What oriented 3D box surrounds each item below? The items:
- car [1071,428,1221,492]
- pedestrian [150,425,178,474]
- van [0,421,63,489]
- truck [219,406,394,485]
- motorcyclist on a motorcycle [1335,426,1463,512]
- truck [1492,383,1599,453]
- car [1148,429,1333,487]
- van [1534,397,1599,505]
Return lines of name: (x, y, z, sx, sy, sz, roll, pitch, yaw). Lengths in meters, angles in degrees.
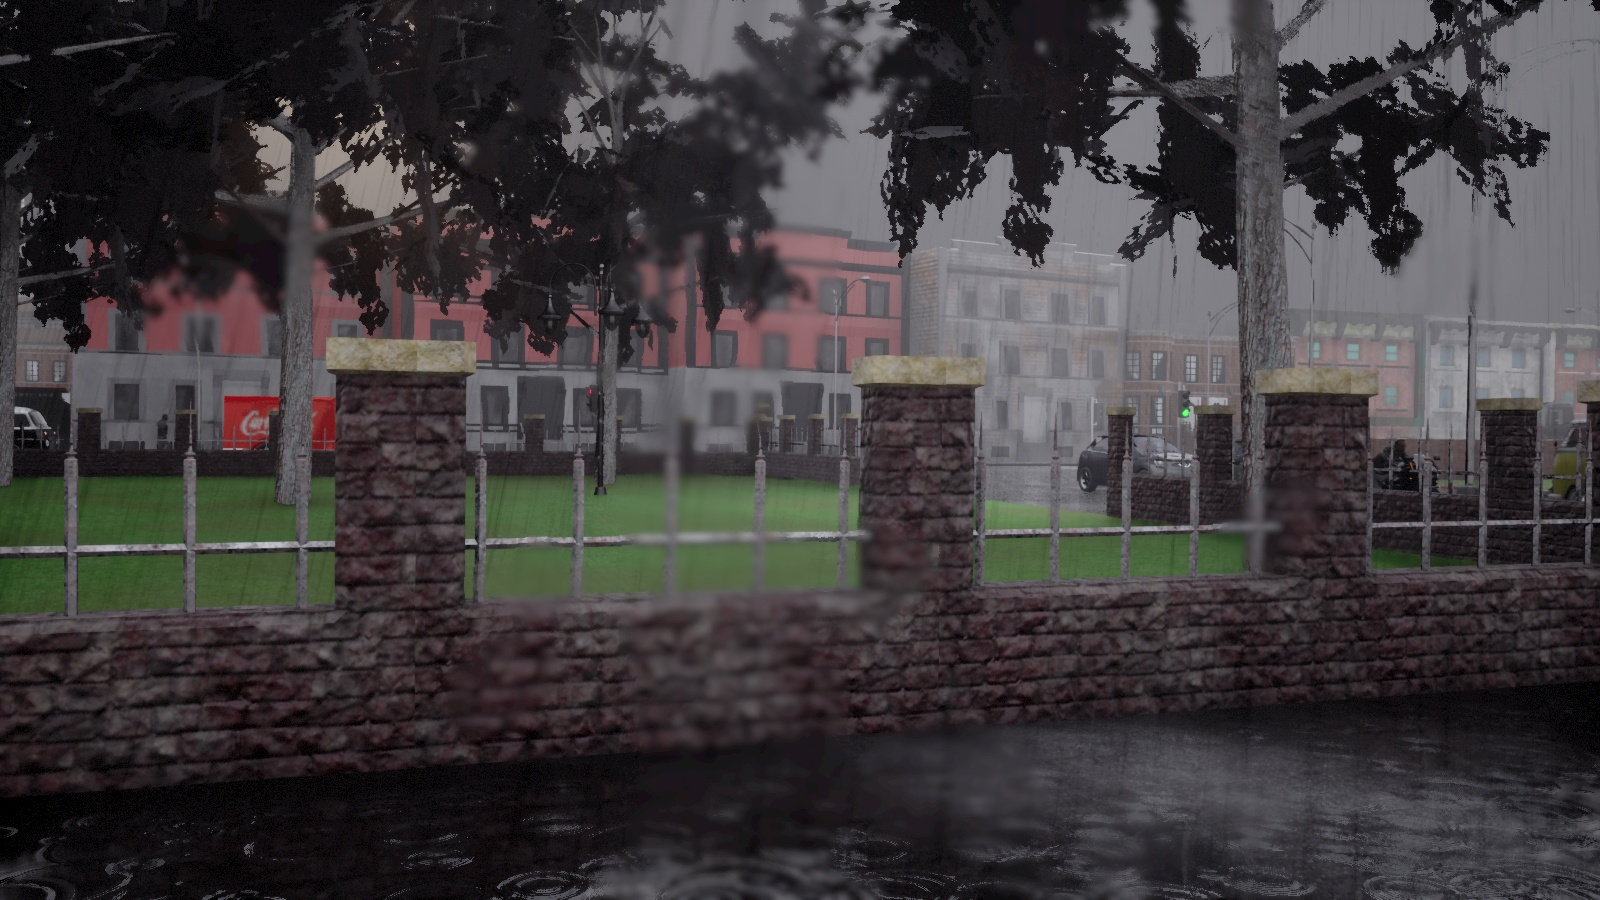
car: (8.567, 0.208, 31.409, 1.845, 1.501, 3.633, -1, 1, -20)
pedestrian: (-24.526, -0.015, 48.444, 0.849, 1.883, 0.563, -1, 1, -17)
van: (-25.457, 0.169, 38.585, 4.480, 2.038, 2.069, -1, 1, -19)
truck: (-16.271, -0.192, 41.748, 5.204, 2.467, 2.627, -1, 1, -18)
motorcyclist on a motorcycle: (11.227, 0.327, 23.635, 0.866, 1.530, 2.191, -1, 1, -21)
truck: (40.309, -1.683, 65.351, 7.936, 3.462, 2.891, -1, 1, -19)
car: (11.788, 0.164, 34.086, 2.033, 1.411, 5.357, -1, 1, -16)
van: (15.709, 0.017, 22.491, 1.775, 1.987, 4.442, -1, 1, -15)
